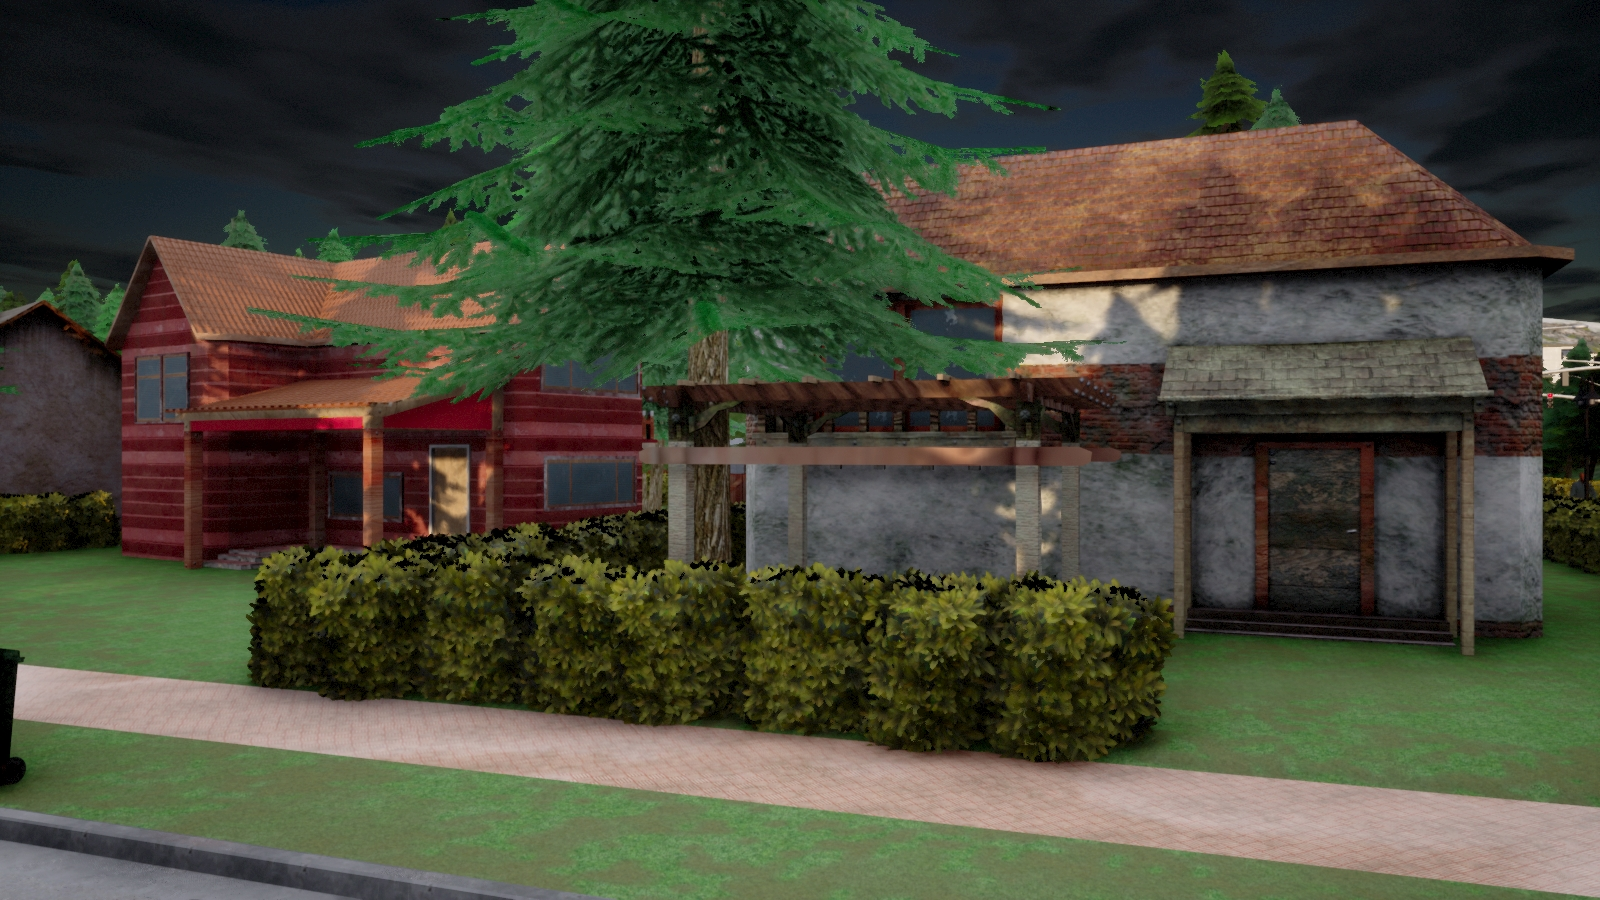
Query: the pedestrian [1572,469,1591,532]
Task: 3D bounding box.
[{"bbox_3d":[23.307,1.501,34.066,0.375,1.860,0.375,0,0,19],"label":"pedestrian"}]
